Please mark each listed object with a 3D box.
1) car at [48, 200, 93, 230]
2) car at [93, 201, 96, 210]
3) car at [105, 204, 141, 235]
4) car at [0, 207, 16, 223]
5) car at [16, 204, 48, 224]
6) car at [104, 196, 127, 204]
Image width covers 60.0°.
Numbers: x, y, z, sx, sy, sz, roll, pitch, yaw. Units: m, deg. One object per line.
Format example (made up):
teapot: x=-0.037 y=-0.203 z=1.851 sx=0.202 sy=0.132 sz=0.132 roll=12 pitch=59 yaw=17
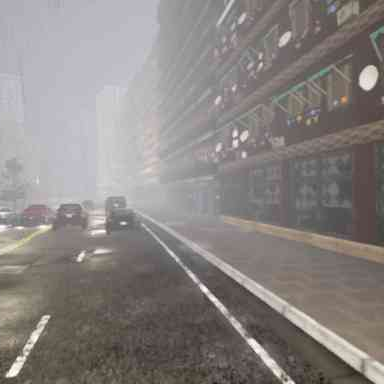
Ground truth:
car: x=-8.222 y=1.547 z=22.965 sx=2.097 sy=1.767 sz=4.553 roll=-1 pitch=0 yaw=-14
car: x=-15.238 y=1.901 z=49.055 sx=1.812 sy=1.442 sz=4.674 roll=-1 pitch=0 yaw=-16
car: x=-4.175 y=1.677 z=20.044 sx=1.994 sy=1.385 sz=4.181 roll=-1 pitch=0 yaw=-13
car: x=-16.696 y=1.969 z=29.190 sx=1.895 sy=1.301 sz=4.718 roll=-1 pitch=0 yaw=-14
car: x=-13.128 y=1.776 z=28.355 sx=1.882 sy=1.535 sz=5.008 roll=-1 pitch=0 yaw=-14
car: x=-8.069 y=1.437 z=35.238 sx=2.150 sy=2.045 sz=5.566 roll=-1 pitch=0 yaw=-14
